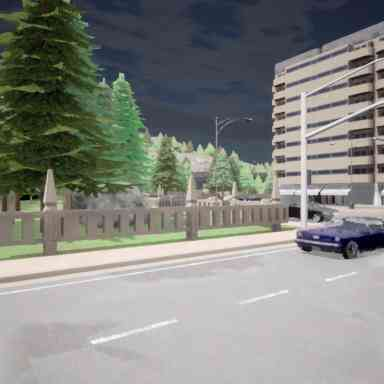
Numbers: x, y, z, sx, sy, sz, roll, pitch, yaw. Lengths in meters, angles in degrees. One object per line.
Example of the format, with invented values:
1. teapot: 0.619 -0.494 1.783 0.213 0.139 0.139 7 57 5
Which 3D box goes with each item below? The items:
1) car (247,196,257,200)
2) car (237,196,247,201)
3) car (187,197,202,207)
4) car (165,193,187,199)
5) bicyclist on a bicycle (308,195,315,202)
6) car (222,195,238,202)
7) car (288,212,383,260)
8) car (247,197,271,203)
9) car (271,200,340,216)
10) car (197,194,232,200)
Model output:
1. car: 14.303 1.540 77.284 1.895 1.301 4.718 0 0 40
2. car: 9.239 1.492 67.906 2.033 1.411 5.357 0 0 20
3. car: 0.273 1.545 52.071 1.895 1.301 4.718 0 0 -5
4. car: -1.777 1.167 44.520 2.150 2.045 5.566 0 0 -15
5. bicyclist on a bicycle: 15.306 1.245 42.449 1.656 1.620 0.582 0 0 -29
6. car: 8.588 1.469 75.176 1.812 1.442 4.674 0 0 32
7. car: 6.006 1.601 12.554 4.718 1.301 1.895 0 0 -35
8. car: 8.115 1.492 31.781 2.033 1.411 5.357 0 0 -33
9. car: 8.606 1.434 24.727 2.128 1.511 4.902 0 0 -32
10. car: 2.777 1.422 41.835 1.882 1.535 5.008 0 0 -20
